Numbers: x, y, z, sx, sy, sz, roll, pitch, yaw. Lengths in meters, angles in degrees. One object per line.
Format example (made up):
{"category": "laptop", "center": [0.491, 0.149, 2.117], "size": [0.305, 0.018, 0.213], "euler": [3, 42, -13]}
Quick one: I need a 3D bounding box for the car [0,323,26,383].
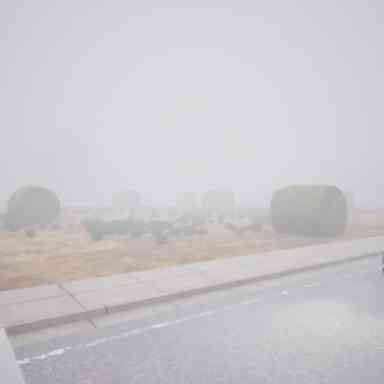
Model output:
{"category": "car", "center": [-3.408, 1.591, 1.558], "size": [4.718, 1.301, 1.895], "euler": [0, 0, -36]}

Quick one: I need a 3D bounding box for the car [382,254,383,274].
{"category": "car", "center": [7.008, 1.550, 8.970], "size": [4.902, 1.511, 2.128], "euler": [0, 0, -35]}

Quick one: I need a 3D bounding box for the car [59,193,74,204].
{"category": "car", "center": [-24.169, 1.248, 63.646], "size": [1.905, 1.878, 3.866], "euler": [6, 2, 8]}
